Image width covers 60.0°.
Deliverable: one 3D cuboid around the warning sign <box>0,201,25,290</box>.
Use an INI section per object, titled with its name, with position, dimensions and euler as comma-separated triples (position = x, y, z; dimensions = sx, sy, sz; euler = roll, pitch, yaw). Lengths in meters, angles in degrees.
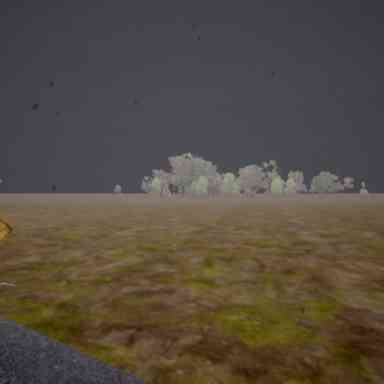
[warning sign]
position = -4.558, 1.141, 7.253
dimensions = 1.060, 1.860, 1.300
euler = 0, 0, 36
